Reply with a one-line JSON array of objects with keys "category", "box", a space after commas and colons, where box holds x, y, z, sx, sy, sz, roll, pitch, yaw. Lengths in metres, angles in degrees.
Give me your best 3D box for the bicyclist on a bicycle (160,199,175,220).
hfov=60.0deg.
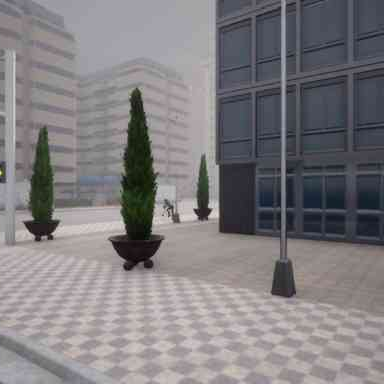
[{"category": "bicyclist on a bicycle", "box": [-1.890, 1.356, 25.798, 1.656, 1.620, 0.582, 0, 0, 35]}]
